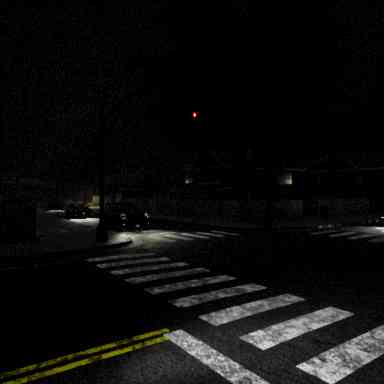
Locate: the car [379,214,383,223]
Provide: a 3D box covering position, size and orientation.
[{"bbox_3d":[14.533,1.511,22.021,5.357,1.411,2.033,0,0,-35],"label":"car"}]

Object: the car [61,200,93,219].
[{"bbox_3d":[-11.037,1.813,32.393,1.994,1.385,4.181,0,0,-32],"label":"car"}]

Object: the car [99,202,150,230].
[{"bbox_3d":[-4.589,1.518,22.355,2.097,1.767,4.553,0,0,-34],"label":"car"}]

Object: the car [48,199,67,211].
[{"bbox_3d":[-19.697,1.920,47.990,2.033,1.411,5.357,0,0,-26],"label":"car"}]
